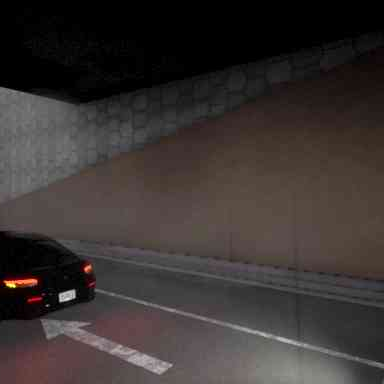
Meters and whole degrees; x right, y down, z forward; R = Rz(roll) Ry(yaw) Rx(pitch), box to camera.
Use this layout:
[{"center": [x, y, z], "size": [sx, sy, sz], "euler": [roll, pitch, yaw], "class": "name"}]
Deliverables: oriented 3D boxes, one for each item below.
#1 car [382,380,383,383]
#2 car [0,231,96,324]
[{"center": [3.540, 1.505, 1.388], "size": [4.892, 1.490, 1.837], "euler": [0, 0, 36], "class": "car"}, {"center": [-3.900, 1.525, 6.757], "size": [4.674, 1.442, 1.812], "euler": [0, 0, 36], "class": "car"}]
